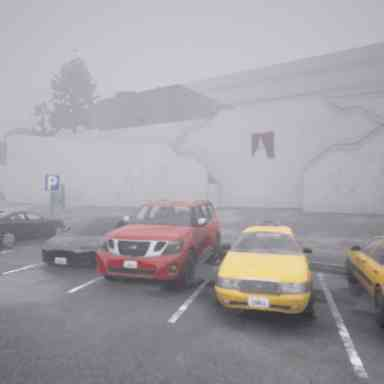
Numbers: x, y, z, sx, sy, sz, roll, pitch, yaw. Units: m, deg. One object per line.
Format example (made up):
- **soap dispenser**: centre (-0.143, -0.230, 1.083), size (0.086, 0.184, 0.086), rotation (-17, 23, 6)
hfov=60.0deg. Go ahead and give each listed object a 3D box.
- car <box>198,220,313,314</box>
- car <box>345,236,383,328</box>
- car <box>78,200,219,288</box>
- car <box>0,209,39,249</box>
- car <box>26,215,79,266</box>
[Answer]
- **car**: centre (1.803, 1.493, 7.986), size (1.946, 1.575, 5.366), rotation (0, -1, 16)
- **car**: centre (4.337, 1.488, 6.602), size (1.946, 1.575, 5.366), rotation (0, -1, 16)
- **car**: centre (-0.592, 1.262, 9.886), size (2.435, 2.045, 5.566), rotation (0, -1, 16)
- **car**: centre (-7.921, 1.565, 15.142), size (2.097, 1.535, 5.008), rotation (0, -1, 16)
- **car**: centre (-3.037, 1.559, 11.627), size (2.163, 1.488, 4.792), rotation (0, -1, 16)
